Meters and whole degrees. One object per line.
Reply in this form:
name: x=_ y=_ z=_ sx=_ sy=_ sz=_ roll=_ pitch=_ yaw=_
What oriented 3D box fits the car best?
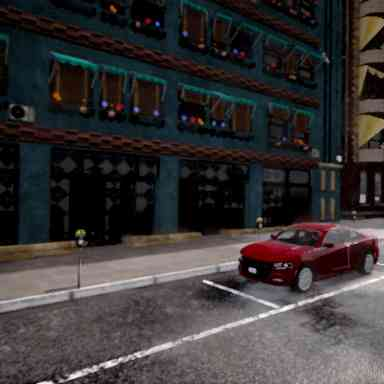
car: x=3.209 y=1.522 z=8.835 sx=4.507 sy=1.381 sz=1.887 roll=0 pitch=1 yaw=-35
